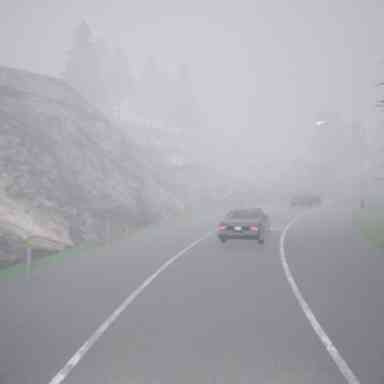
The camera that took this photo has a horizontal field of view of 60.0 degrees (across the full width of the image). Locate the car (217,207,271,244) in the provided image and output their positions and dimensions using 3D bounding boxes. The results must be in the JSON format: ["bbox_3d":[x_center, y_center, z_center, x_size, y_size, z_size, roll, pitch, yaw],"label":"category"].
[{"bbox_3d":[2.513,1.393,15.178,2.033,1.411,5.357,-1,1,17],"label":"car"}]

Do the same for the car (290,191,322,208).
[{"bbox_3d":[10.938,0.656,31.723,2.128,1.511,4.902,-2,2,36],"label":"car"}]
